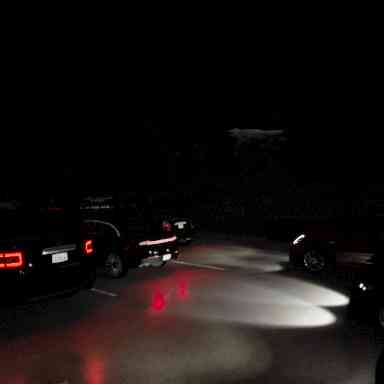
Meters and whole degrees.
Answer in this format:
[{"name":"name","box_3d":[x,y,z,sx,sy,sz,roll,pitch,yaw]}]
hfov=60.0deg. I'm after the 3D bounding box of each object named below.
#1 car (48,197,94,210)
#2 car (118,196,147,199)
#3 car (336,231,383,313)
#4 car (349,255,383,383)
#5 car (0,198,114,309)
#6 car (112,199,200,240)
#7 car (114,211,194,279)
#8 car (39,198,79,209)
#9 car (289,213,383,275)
[{"name":"car","box_3d":[-15.622,1.453,43.149,2.033,1.411,5.357,0,0,40]},{"name":"car","box_3d":[-8.670,1.405,49.850,4.902,1.511,2.128,0,0,-41]},{"name":"car","box_3d":[4.650,1.564,4.965,4.181,1.385,1.994,0,0,36]},{"name":"car","box_3d":[3.599,1.474,1.420,5.008,1.535,1.882,0,0,35]},{"name":"car","box_3d":[-4.508,1.221,7.194,5.566,2.045,2.150,0,0,33]},{"name":"car","box_3d":[-2.164,1.351,14.090,4.553,1.767,2.097,0,0,35]},{"name":"car","box_3d":[-2.623,1.491,10.121,4.902,1.511,2.128,0,0,36]},{"name":"car","box_3d":[-18.119,1.491,45.517,1.895,1.301,4.718,0,0,43]},{"name":"car","box_3d":[5.023,1.352,9.009,4.553,1.767,2.097,0,0,36]}]
